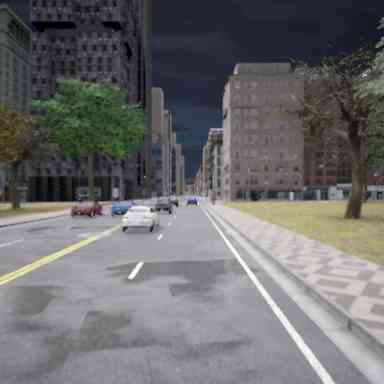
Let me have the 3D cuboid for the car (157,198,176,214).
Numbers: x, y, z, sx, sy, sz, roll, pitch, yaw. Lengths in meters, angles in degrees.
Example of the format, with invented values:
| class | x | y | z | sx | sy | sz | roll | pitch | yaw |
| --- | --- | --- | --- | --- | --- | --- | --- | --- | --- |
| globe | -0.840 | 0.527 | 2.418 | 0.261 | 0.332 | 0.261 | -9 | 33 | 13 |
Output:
| class | x | y | z | sx | sy | sz | roll | pitch | yaw |
| --- | --- | --- | --- | --- | --- | --- | --- | --- | --- |
| car | -3.146 | 1.635 | 37.513 | 1.837 | 1.490 | 4.892 | 0 | 0 | 0 |

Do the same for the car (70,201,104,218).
| class | x | y | z | sx | sy | sz | roll | pitch | yaw |
| --- | --- | --- | --- | --- | --- | --- | --- | --- | --- |
| car | -9.761 | 1.583 | 31.232 | 1.882 | 1.535 | 5.008 | 0 | -1 | 0 |

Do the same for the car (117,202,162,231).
| class | x | y | z | sx | sy | sz | roll | pitch | yaw |
| --- | --- | --- | --- | --- | --- | --- | --- | --- | --- |
| car | -3.147 | 1.594 | 20.872 | 1.812 | 1.442 | 4.674 | 0 | -1 | 0 |

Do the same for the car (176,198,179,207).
| class | x | y | z | sx | sy | sz | roll | pitch | yaw |
| --- | --- | --- | --- | --- | --- | --- | --- | --- | --- |
| car | -3.145 | 1.691 | 55.325 | 1.882 | 1.535 | 5.008 | 0 | 0 | 0 |

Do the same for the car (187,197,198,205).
| class | x | y | z | sx | sy | sz | roll | pitch | yaw |
| --- | --- | --- | --- | --- | --- | --- | --- | --- | --- |
| car | 0.065 | 1.731 | 63.197 | 1.882 | 1.535 | 5.008 | 0 | 0 | 0 |

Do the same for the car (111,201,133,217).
| class | x | y | z | sx | sy | sz | roll | pitch | yaw |
| --- | --- | --- | --- | --- | --- | --- | --- | --- | --- |
| car | -6.500 | 1.590 | 32.340 | 1.882 | 1.535 | 5.008 | 0 | 0 | 0 |
